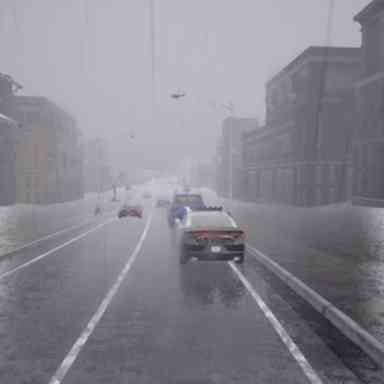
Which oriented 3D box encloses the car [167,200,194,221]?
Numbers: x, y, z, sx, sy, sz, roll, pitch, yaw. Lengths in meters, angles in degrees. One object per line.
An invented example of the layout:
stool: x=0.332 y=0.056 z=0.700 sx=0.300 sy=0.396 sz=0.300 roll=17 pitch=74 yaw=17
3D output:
car: x=-1.034 y=1.457 z=27.331 sx=1.882 sy=1.535 sz=5.008 roll=0 pitch=-1 yaw=-6

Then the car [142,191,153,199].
car: x=-9.301 y=0.560 z=69.354 sx=2.097 sy=1.767 sz=4.553 roll=0 pitch=3 yaw=-6

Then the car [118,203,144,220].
car: x=-5.147 y=1.601 z=28.243 sx=1.895 sy=1.301 sz=4.718 roll=0 pitch=-1 yaw=-6

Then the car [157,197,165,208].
car: x=-4.160 y=1.419 z=49.019 sx=1.882 sy=1.535 sz=5.008 roll=0 pitch=1 yaw=-5

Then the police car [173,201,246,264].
police car: x=0.464 y=1.296 z=11.383 sx=1.930 sy=1.638 sz=5.238 roll=0 pitch=0 yaw=-4

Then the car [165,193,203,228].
car: x=-0.419 y=1.124 z=21.369 sx=2.150 sy=2.045 sz=5.566 roll=0 pitch=-1 yaw=-6
